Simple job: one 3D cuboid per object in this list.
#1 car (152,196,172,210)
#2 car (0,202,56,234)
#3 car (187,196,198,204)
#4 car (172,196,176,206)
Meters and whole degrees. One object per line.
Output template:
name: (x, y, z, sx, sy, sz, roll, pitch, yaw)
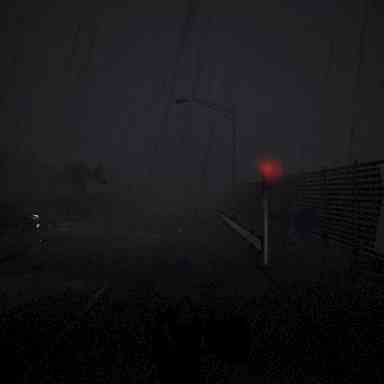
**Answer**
car: (-4.029, 1.564, 43.385, 1.994, 1.385, 4.181, 0, 0, 0)
car: (-10.191, 1.351, 19.003, 4.553, 1.767, 2.097, 0, 0, 9)
car: (0.102, 1.504, 63.183, 1.837, 1.490, 4.892, 0, 0, 0)
car: (-4.006, 1.477, 53.457, 1.882, 1.535, 5.008, 0, 0, 0)
